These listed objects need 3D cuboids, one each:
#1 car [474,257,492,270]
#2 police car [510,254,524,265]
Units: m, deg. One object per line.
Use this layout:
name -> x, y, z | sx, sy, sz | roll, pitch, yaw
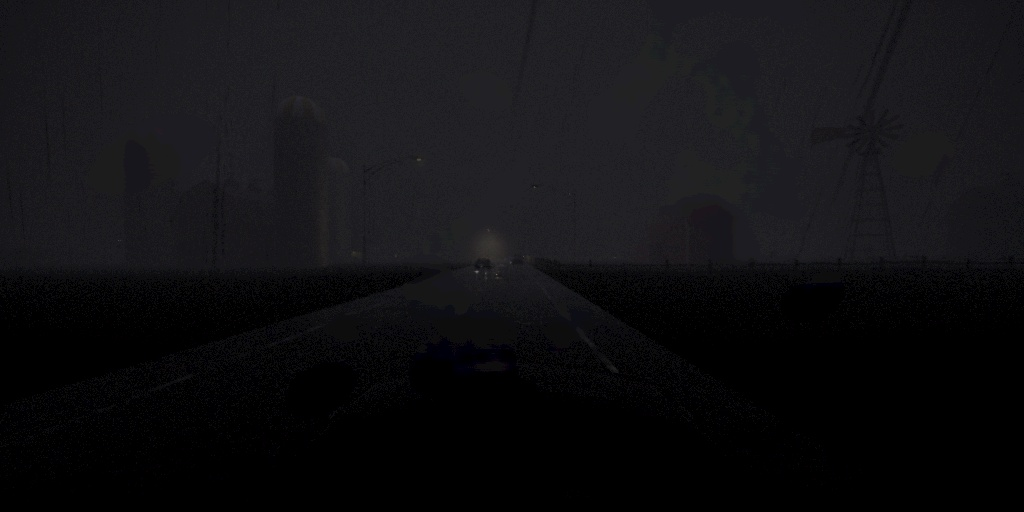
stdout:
car -> -3.570, 0.935, 44.502 | 2.128, 1.511, 4.902 | 0, 0, 0
police car -> 1.047, 0.761, 63.475 | 1.930, 1.638, 5.238 | 0, 0, 0
